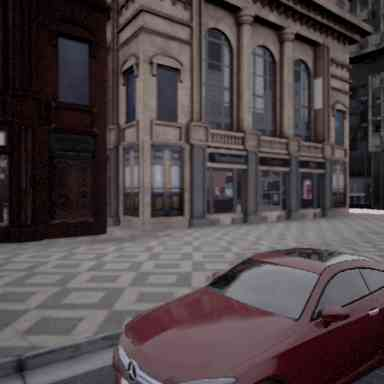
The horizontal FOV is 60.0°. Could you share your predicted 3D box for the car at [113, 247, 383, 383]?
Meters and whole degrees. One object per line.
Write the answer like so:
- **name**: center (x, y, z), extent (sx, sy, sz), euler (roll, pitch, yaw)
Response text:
- **car**: center (1.334, 1.527, 4.316), extent (4.674, 1.442, 1.812), euler (0, 0, -35)
